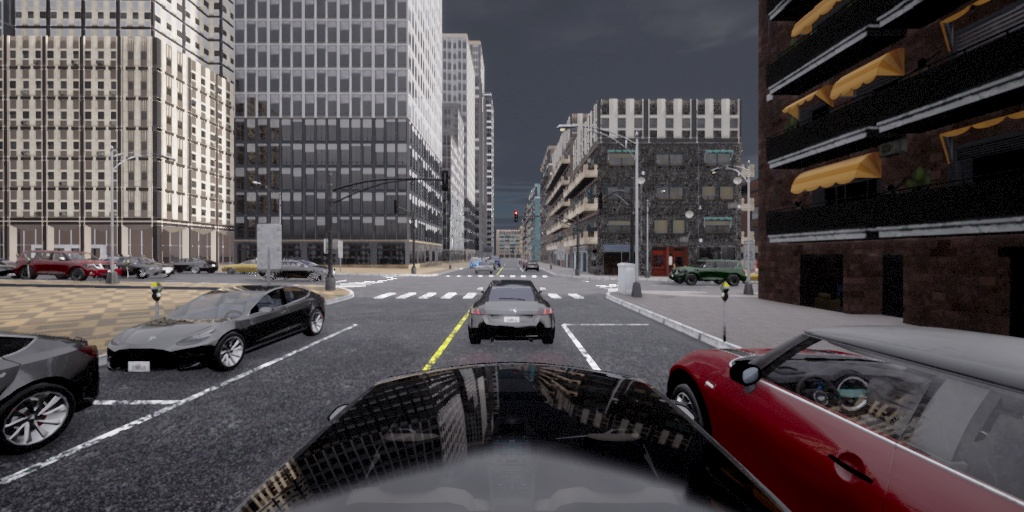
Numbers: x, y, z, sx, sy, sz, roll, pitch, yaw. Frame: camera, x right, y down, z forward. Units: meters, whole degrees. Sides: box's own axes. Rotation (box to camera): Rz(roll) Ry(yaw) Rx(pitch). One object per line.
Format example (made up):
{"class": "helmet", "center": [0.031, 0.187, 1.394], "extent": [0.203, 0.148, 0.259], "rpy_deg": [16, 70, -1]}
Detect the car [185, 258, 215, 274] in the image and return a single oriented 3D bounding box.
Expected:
{"class": "car", "center": [-27.550, 0.806, 30.554], "extent": [4.313, 1.339, 1.948], "rpy_deg": [0, 0, -1]}

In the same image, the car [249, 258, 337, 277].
{"class": "car", "center": [-14.886, 0.988, 25.007], "extent": [4.902, 1.511, 2.128], "rpy_deg": [1, 0, -2]}

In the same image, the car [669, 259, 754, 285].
{"class": "car", "center": [15.524, 1.280, 28.542], "extent": [5.566, 2.045, 2.150], "rpy_deg": [1, 0, -1]}

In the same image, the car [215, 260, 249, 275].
{"class": "car", "center": [-22.105, 0.870, 30.715], "extent": [4.829, 1.417, 1.751], "rpy_deg": [0, 0, -1]}

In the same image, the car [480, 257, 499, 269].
{"class": "car", "center": [-3.204, 1.242, 51.888], "extent": [1.837, 1.490, 4.892], "rpy_deg": [0, 0, 0]}

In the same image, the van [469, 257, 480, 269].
{"class": "van", "center": [-5.810, 1.078, 57.265], "extent": [1.690, 1.789, 3.998], "rpy_deg": [0, 0, 0]}

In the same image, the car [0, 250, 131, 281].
{"class": "car", "center": [-27.428, 0.584, 22.174], "extent": [5.009, 1.841, 2.192], "rpy_deg": [0, 0, -1]}

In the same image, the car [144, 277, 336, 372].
{"class": "car", "center": [-5.700, 1.313, 7.654], "extent": [1.948, 1.339, 4.313], "rpy_deg": [0, 0, 0]}

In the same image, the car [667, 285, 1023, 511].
{"class": "car", "center": [2.693, 1.189, 2.427], "extent": [1.967, 1.591, 4.097], "rpy_deg": [0, 0, 0]}

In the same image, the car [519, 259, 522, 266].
{"class": "car", "center": [2.570, 1.282, 57.284], "extent": [1.888, 1.381, 4.507], "rpy_deg": [0, 0, 0]}

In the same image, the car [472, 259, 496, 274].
{"class": "car", "center": [-3.186, 1.339, 41.898], "extent": [1.895, 1.301, 4.718], "rpy_deg": [0, 0, 0]}

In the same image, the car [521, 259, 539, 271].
{"class": "car", "center": [2.593, 1.304, 47.317], "extent": [1.948, 1.339, 4.313], "rpy_deg": [0, 0, 0]}

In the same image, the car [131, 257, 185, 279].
{"class": "car", "center": [-26.208, 0.776, 24.782], "extent": [4.902, 1.511, 2.128], "rpy_deg": [1, 0, -1]}

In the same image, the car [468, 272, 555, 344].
{"class": "car", "center": [-0.013, 1.311, 9.583], "extent": [1.994, 1.385, 4.181], "rpy_deg": [0, 0, 0]}

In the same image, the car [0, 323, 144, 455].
{"class": "car", "center": [-5.688, 1.315, 2.408], "extent": [1.948, 1.339, 4.313], "rpy_deg": [0, 0, 0]}

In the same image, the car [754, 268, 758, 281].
{"class": "car", "center": [21.303, 1.687, 31.215], "extent": [4.829, 1.417, 1.751], "rpy_deg": [0, 0, -1]}

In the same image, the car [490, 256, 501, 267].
{"class": "car", "center": [-3.193, 0.958, 64.739], "extent": [2.150, 2.045, 5.566], "rpy_deg": [0, 0, 0]}
